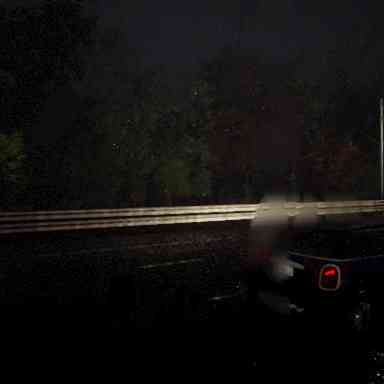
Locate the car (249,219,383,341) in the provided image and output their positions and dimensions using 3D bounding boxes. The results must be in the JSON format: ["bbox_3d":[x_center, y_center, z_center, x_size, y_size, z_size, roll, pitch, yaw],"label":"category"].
[{"bbox_3d":[3.386,1.317,6.647,4.553,1.767,2.097,0,0,-31],"label":"car"}]
